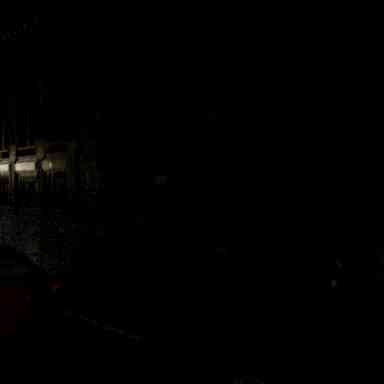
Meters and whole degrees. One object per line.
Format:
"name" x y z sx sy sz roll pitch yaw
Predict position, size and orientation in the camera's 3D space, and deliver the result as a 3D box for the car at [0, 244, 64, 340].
"car" -3.913 1.548 5.752 4.206 1.307 1.802 0 0 35
